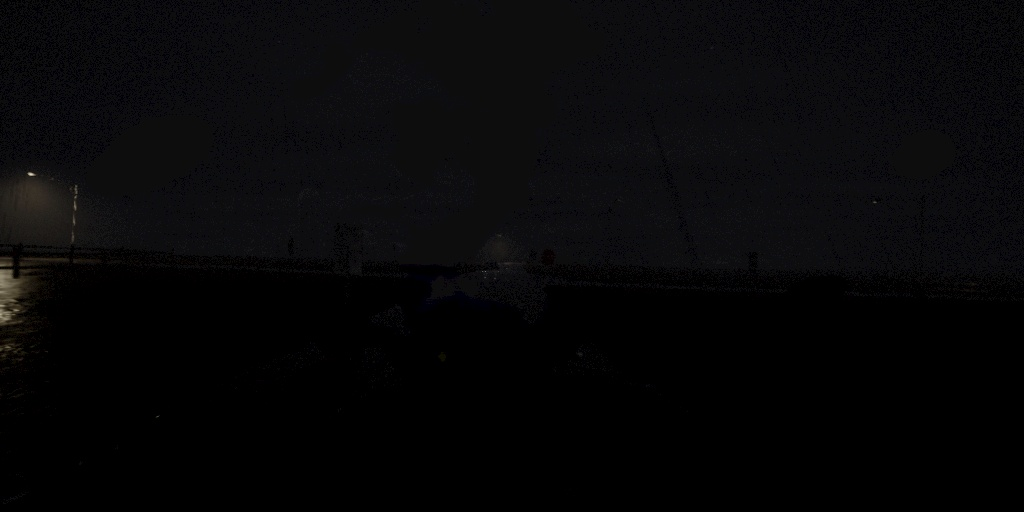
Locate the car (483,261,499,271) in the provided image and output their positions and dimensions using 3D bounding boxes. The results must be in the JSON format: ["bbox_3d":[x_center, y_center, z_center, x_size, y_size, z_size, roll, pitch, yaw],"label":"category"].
[{"bbox_3d":[-2.739,1.298,47.486,1.994,1.385,4.181,0,1,0],"label":"car"}]
